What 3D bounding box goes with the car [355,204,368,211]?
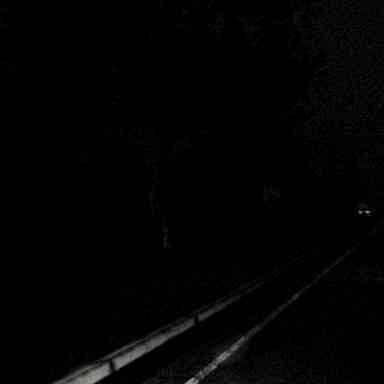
[{"bbox_3d":[35.934,3.205,70.562,1.812,1.442,4.674,-1,-2,14],"label":"car"}]
